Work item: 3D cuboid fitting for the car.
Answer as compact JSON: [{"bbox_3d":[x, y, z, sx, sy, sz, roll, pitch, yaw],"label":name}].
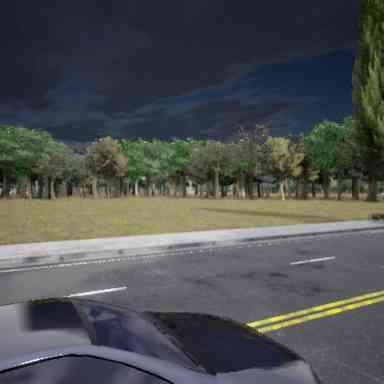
[{"bbox_3d":[-0.928,1.563,2.410,4.181,1.385,1.994,0,0,-29],"label":"car"}]
